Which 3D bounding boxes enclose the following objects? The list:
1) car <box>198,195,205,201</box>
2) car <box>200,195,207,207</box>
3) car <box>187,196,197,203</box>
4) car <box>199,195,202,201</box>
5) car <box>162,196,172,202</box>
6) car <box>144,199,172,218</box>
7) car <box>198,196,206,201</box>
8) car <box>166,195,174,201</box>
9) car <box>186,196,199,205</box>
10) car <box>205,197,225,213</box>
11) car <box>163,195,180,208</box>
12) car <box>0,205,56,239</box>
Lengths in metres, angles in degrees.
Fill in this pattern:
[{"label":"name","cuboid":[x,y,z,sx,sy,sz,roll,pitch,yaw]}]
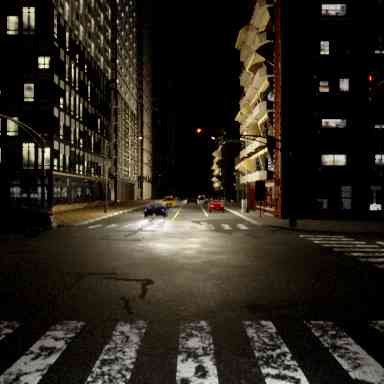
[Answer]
[{"label":"car","cuboid":[2.554,1.491,89.674,1.967,1.590,4.097,0,0,0]},{"label":"car","cuboid":[2.615,1.567,50.134,2.008,1.369,4.403,0,0,0]},{"label":"car","cuboid":[-0.021,1.594,70.278,1.994,1.385,4.181,0,0,0]},{"label":"car","cuboid":[2.607,1.571,55.782,2.008,1.369,4.403,0,0,0]},{"label":"car","cuboid":[-5.809,1.589,78.363,2.008,1.369,4.403,0,0,0]},{"label":"car","cuboid":[-3.144,1.606,29.846,1.895,1.301,4.718,0,0,0]},{"label":"car","cuboid":[2.563,1.626,84.025,1.802,1.307,4.206,0,0,0]},{"label":"car","cuboid":[-5.827,1.595,89.661,1.887,1.381,4.507,0,0,0]},{"label":"car","cuboid":[0.007,1.528,59.967,1.837,1.490,4.892,0,0,0]},{"label":"car","cuboid":[2.685,1.591,37.216,1.802,1.307,4.206,0,0,0]},{"label":"car","cuboid":[-3.149,1.492,47.617,1.882,1.535,5.008,0,0,0]},{"label":"car","cuboid":[-8.929,1.361,15.396,4.902,1.511,2.128,1,0,-27]}]
